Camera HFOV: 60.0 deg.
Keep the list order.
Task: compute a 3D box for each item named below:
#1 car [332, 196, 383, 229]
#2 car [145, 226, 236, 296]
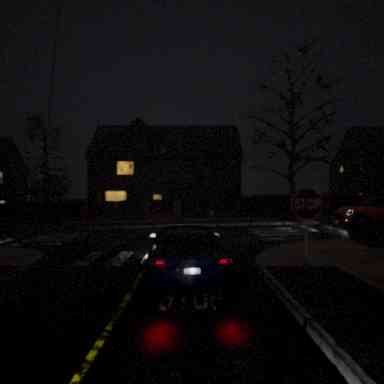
[{"bbox_3d":[10.336,1.029,18.638,4.553,1.767,2.097,-1,1,0],"label":"car"},{"bbox_3d":[-0.163,1.558,8.672,1.994,1.385,4.181,0,0,-5],"label":"car"}]
